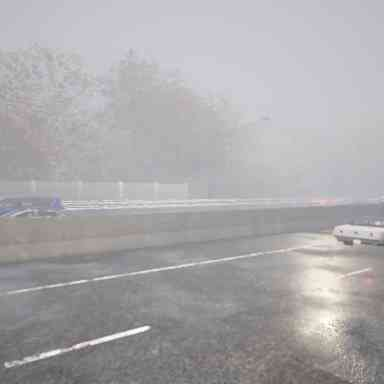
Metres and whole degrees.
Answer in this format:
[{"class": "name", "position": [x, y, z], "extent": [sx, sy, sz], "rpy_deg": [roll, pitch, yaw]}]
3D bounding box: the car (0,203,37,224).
[{"class": "car", "position": [-13.749, 1.565, 24.271], "extent": [4.181, 1.385, 1.994], "rpy_deg": [0, 0, -35]}]

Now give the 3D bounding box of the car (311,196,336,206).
[{"class": "car", "position": [19.186, 1.353, 47.687], "extent": [4.553, 1.767, 2.097], "rpy_deg": [0, 0, -35]}]

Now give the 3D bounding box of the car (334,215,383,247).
[{"class": "car", "position": [8.097, 1.601, 13.947], "extent": [4.718, 1.301, 1.895], "rpy_deg": [0, 0, -35]}]

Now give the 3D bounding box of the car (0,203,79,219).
[{"class": "car", "position": [-7.774, 1.492, 15.639], "extent": [4.902, 1.511, 2.128], "rpy_deg": [0, 0, -35]}]

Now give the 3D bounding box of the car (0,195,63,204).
[{"class": "car", "position": [-9.874, 1.222, 18.443], "extent": [5.566, 2.045, 2.150], "rpy_deg": [0, 0, -35]}]

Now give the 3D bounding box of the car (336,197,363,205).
[{"class": "car", "position": [22.583, 1.492, 45.826], "extent": [4.902, 1.511, 2.128], "rpy_deg": [0, 0, -35]}]

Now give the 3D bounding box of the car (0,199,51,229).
[{"class": "car", "position": [-11.722, 1.353, 21.418], "extent": [4.553, 1.767, 2.097], "rpy_deg": [0, 0, -35]}]

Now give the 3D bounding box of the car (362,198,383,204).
[{"class": "car", "position": [24.423, 1.602, 42.841], "extent": [4.718, 1.301, 1.895], "rpy_deg": [0, 0, -35]}]
